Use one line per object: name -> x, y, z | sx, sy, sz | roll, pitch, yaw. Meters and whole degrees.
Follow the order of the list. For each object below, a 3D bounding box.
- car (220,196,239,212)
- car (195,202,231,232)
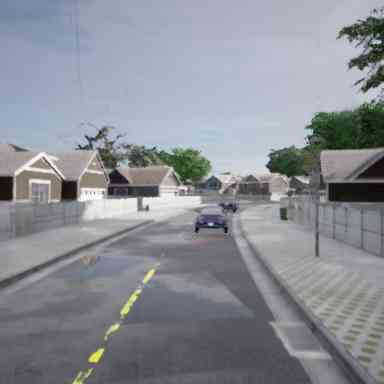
car -> 4.359, 1.388, 39.105 | 2.097, 1.767, 4.553 | 0, 0, 13
car -> 1.220, 1.537, 19.944 | 1.812, 1.442, 4.674 | 0, 0, 5
